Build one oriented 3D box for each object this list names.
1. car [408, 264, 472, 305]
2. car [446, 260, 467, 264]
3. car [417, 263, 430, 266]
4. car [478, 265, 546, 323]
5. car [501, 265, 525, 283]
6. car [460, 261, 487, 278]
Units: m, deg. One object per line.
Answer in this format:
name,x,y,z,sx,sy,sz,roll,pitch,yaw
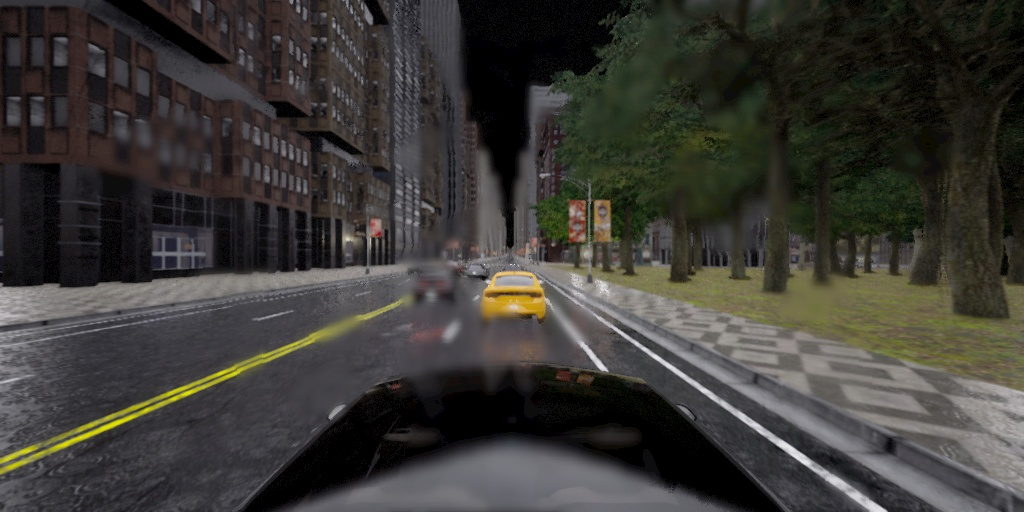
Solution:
car,-3.156,1.306,16.500,1.837,1.490,4.892,0,0,0
car,-6.590,1.332,39.968,1.882,1.535,5.008,0,0,0
car,-9.841,1.453,39.056,1.895,1.301,4.718,0,0,0
car,0.086,1.268,12.416,1.882,1.535,5.008,0,0,0
car,0.095,1.433,30.113,1.895,1.301,4.718,0,0,0
car,-3.154,1.401,32.106,1.994,1.385,4.181,0,0,0
